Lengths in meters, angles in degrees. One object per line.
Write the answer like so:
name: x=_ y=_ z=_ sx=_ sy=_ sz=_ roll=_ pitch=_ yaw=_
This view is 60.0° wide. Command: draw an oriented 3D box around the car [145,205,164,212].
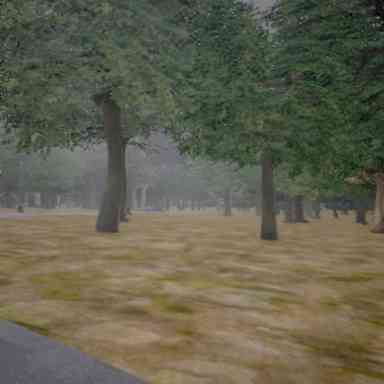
car: x=-8.114 y=3.598 z=72.282 sx=2.033 sy=1.411 sz=5.357 roll=0 pitch=-3 yaw=28
